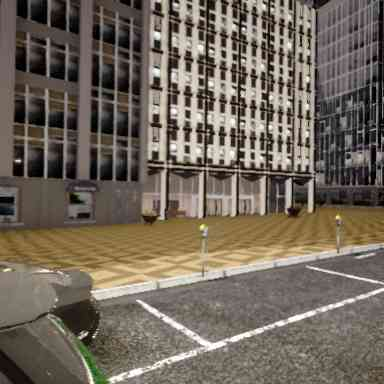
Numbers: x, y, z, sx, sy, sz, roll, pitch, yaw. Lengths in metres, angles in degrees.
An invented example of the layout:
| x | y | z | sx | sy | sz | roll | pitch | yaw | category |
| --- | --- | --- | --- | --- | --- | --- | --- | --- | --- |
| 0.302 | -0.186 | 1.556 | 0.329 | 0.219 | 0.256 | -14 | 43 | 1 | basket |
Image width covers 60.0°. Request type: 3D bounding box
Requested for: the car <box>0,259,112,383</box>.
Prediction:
| x | y | z | sx | sy | sz | roll | pitch | yaw | category |
| --- | --- | --- | --- | --- | --- | --- | --- | --- | --- |
| -2.490 | 1.349 | 1.230 | 4.553 | 1.767 | 2.097 | 0 | 0 | -35 | car |

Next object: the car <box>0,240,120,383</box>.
| x | y | z | sx | sy | sz | roll | pitch | yaw | category |
| --- | --- | --- | --- | --- | --- | --- | --- | --- | --- |
| -3.285 | 1.546 | 3.738 | 4.403 | 1.369 | 2.008 | 0 | 1 | -36 | car |
